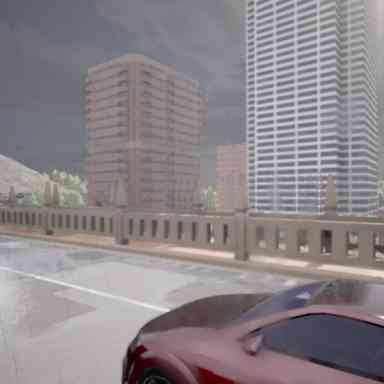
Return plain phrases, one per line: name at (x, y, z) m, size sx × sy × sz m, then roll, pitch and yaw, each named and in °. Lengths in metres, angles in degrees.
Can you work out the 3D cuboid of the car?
car at (1.312, 1.568, 3.056) m, size 4.181 × 1.385 × 1.994 m, roll 0°, pitch 0°, yaw 35°
